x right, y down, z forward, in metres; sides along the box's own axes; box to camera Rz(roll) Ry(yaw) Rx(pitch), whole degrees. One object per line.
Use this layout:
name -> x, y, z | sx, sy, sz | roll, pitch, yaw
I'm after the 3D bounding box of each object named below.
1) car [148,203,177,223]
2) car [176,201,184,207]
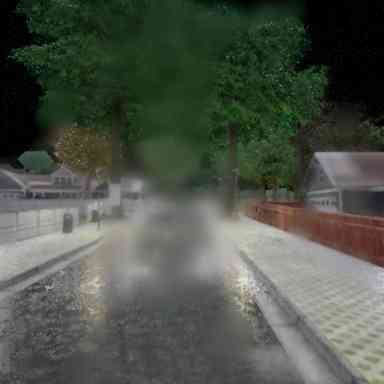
car -> -2.787, 1.988, 30.293 | 2.033, 1.411, 5.357 | 0, -1, 0
car -> -2.769, 2.763, 75.572 | 1.895, 1.301, 4.718 | 0, -1, 0
